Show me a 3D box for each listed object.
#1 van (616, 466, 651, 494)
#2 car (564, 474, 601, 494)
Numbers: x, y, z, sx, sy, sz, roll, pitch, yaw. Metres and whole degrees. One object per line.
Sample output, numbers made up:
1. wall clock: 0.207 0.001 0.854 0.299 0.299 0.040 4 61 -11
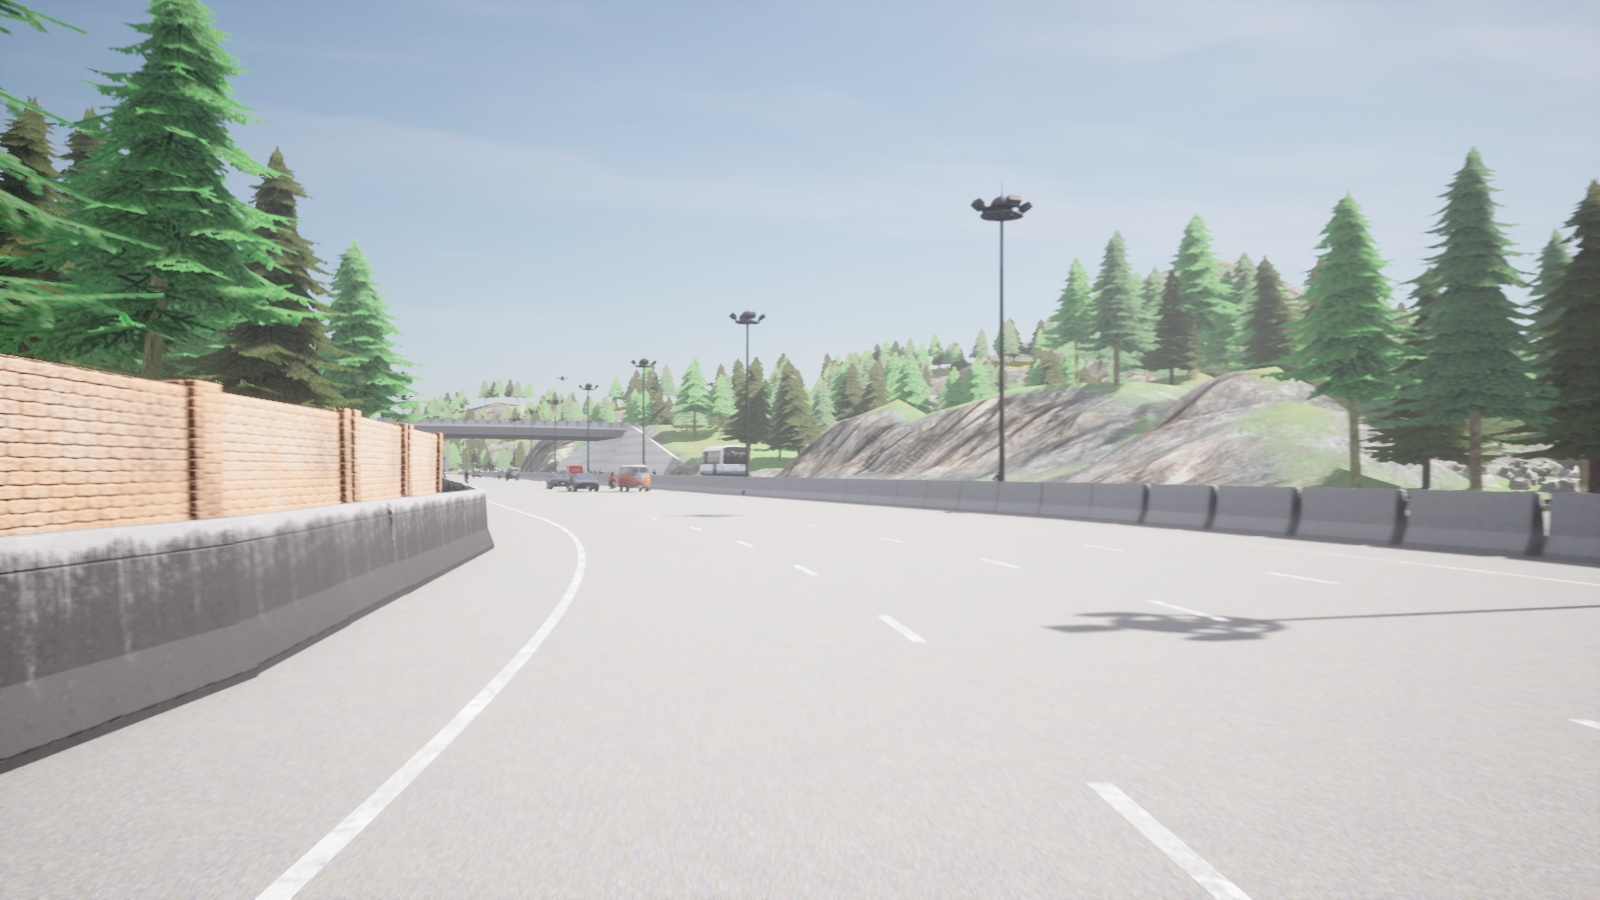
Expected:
1. van: -12.314 2.196 92.788 1.775 1.987 4.442 0 -1 -18
2. car: -16.237 2.529 93.540 2.033 1.411 5.357 0 -1 -18
